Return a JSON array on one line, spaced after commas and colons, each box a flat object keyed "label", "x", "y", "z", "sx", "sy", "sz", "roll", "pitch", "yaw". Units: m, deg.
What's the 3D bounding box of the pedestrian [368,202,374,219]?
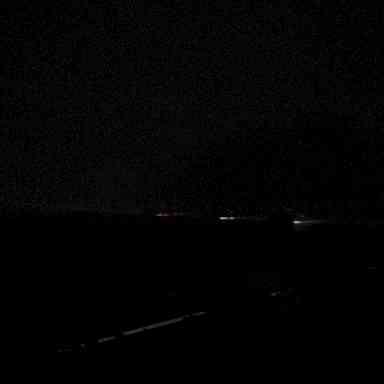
[{"label": "pedestrian", "x": 18.936, "y": 1.918, "z": 35.302, "sx": 0.375, "sy": 1.860, "sz": 0.375, "roll": -2, "pitch": 1, "yaw": -33}]

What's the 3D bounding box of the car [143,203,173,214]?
[{"label": "car", "x": -6.115, "y": 2.905, "z": 59.783, "sx": 2.150, "sy": 2.045, "sz": 5.566, "roll": 1, "pitch": -2, "yaw": -33}]

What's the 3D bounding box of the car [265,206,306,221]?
[{"label": "car", "x": 9.818, "y": 2.259, "z": 35.353, "sx": 1.812, "sy": 1.442, "sz": 4.674, "roll": 1, "pitch": -2, "yaw": -33}]

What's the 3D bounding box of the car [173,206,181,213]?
[{"label": "car", "x": -3.881, "y": 3.278, "z": 62.846, "sx": 1.812, "sy": 1.442, "sz": 4.674, "roll": 1, "pitch": -2, "yaw": -33}]

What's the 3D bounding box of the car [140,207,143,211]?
[{"label": "car", "x": -9.362, "y": 3.353, "z": 71.223, "sx": 1.882, "sy": 1.535, "sz": 5.008, "roll": 1, "pitch": -2, "yaw": -33}]

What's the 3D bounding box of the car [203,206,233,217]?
[{"label": "car", "x": 3.460, "y": 2.632, "z": 45.065, "sx": 1.837, "sy": 1.490, "sz": 4.892, "roll": 1, "pitch": -2, "yaw": -33}]
